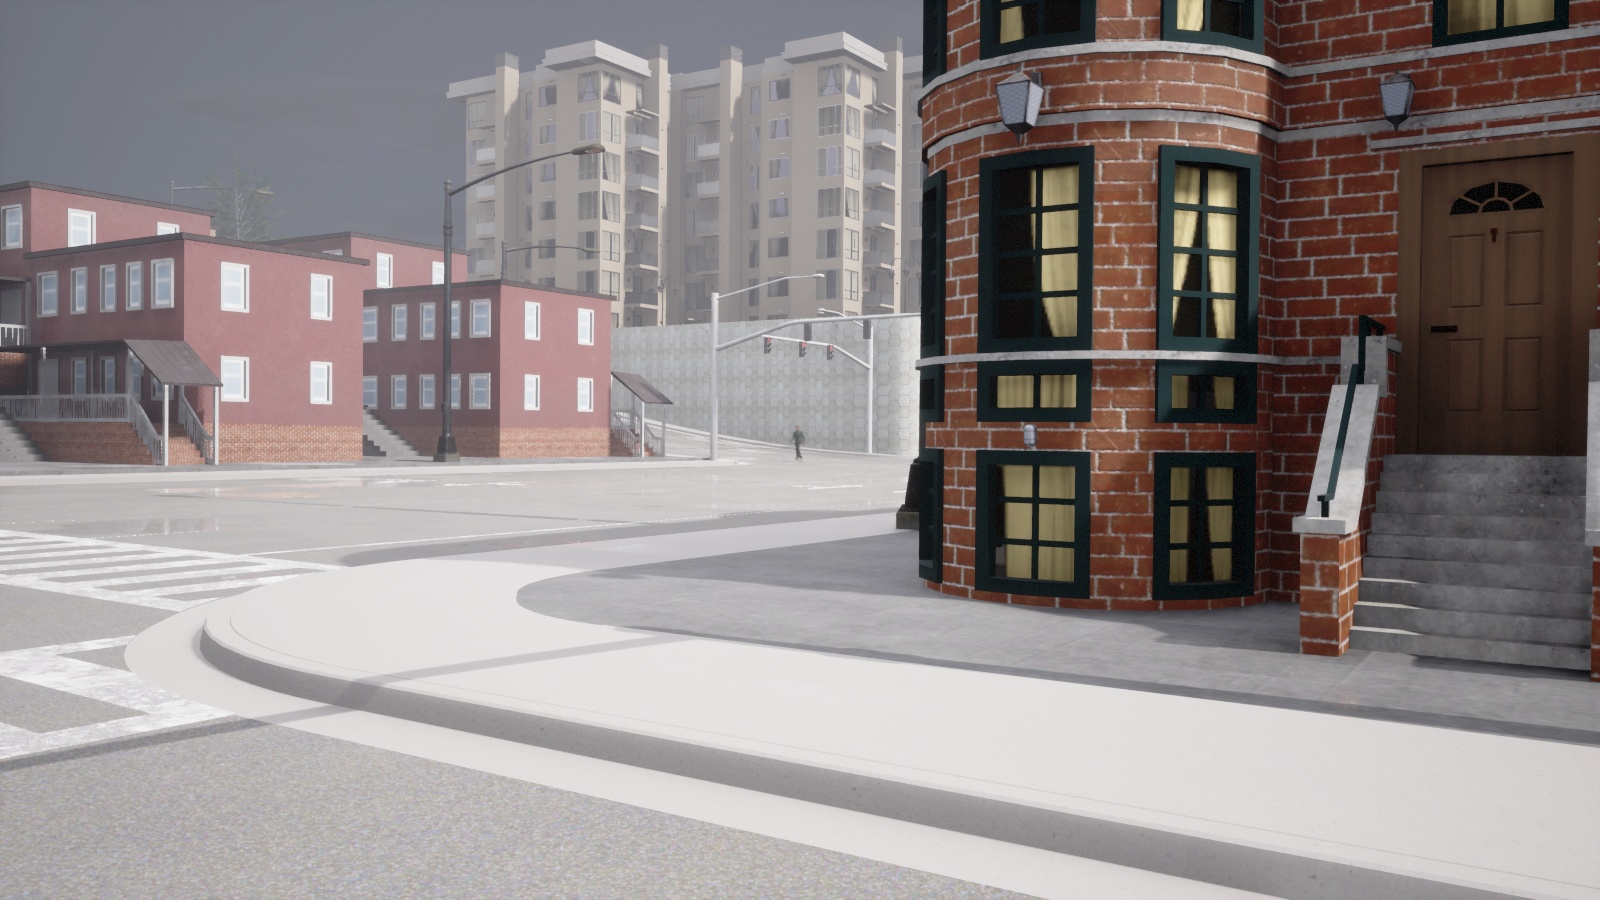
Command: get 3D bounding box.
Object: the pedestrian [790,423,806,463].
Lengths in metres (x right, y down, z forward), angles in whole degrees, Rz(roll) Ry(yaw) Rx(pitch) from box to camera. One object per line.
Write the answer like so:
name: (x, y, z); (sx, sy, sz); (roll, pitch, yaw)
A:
pedestrian: (-0.113, -0.363, 62.309); (0.423, 1.949, 0.788); (0, 1, 34)
